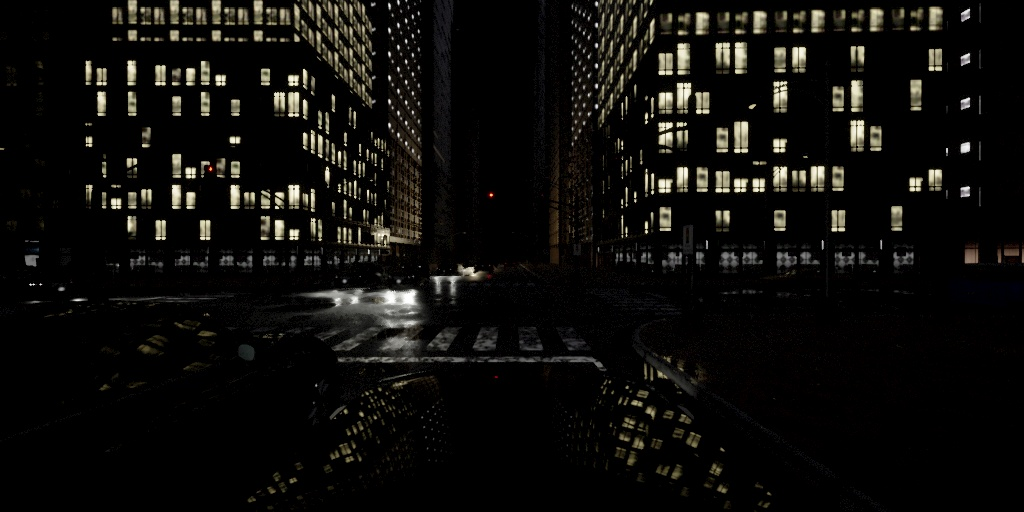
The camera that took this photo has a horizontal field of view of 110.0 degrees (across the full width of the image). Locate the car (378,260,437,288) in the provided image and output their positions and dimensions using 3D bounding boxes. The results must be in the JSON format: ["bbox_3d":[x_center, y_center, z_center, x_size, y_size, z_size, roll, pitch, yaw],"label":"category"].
[{"bbox_3d":[-6.733,1.255,23.721,2.128,1.511,4.902,0,0,0],"label":"car"}]

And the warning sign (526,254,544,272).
[{"bbox_3d":[2.611,0.910,40.854,1.300,1.860,1.060,0,0,0],"label":"warning sign"}]

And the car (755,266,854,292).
[{"bbox_3d":[16.971,1.293,20.956,4.829,1.417,1.751,0,0,2],"label":"car"}]

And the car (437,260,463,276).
[{"bbox_3d":[-6.824,1.295,38.375,1.837,1.490,4.892,0,0,0],"label":"car"}]

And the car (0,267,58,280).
[{"bbox_3d":[-23.084,1.250,16.416,4.902,1.511,2.128,0,0,0],"label":"car"}]

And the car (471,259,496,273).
[{"bbox_3d":[-3.407,1.153,43.817,2.097,1.767,4.553,0,0,0],"label":"car"}]

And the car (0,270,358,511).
[{"bbox_3d":[-3.155,1.102,2.581,2.097,1.767,4.553,0,0,0],"label":"car"}]

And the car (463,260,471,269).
[{"bbox_3d":[-6.920,1.368,58.334,1.812,1.442,4.674,0,0,0],"label":"car"}]

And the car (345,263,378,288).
[{"bbox_3d":[-9.986,1.254,23.805,2.128,1.511,4.902,0,0,0],"label":"car"}]

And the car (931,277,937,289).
[{"bbox_3d":[26.808,1.356,20.531,4.207,1.307,1.802,0,0,2],"label":"car"}]

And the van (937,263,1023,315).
[{"bbox_3d":[18.292,1.119,12.792,3.998,1.789,1.690,0,0,2],"label":"van"}]

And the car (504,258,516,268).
[{"bbox_3d":[-0.380,1.426,63.851,1.994,1.385,4.181,0,0,0],"label":"car"}]
